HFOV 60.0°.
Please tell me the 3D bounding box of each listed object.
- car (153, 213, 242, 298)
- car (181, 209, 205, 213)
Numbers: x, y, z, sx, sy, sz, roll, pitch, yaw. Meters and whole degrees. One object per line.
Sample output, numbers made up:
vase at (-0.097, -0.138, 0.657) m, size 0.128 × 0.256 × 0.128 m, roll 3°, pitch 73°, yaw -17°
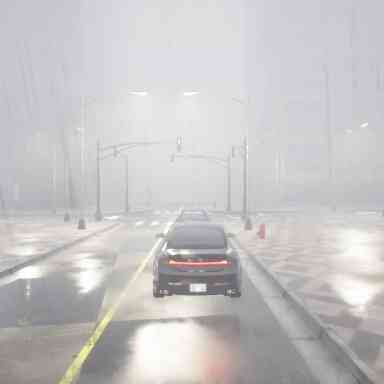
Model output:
car at (0.101, 1.505, 8.504) m, size 1.837 × 1.490 × 4.892 m, roll 0°, pitch 0°, yaw 0°
car at (0.061, 1.561, 17.408) m, size 1.994 × 1.385 × 4.181 m, roll 0°, pitch 0°, yaw 1°
